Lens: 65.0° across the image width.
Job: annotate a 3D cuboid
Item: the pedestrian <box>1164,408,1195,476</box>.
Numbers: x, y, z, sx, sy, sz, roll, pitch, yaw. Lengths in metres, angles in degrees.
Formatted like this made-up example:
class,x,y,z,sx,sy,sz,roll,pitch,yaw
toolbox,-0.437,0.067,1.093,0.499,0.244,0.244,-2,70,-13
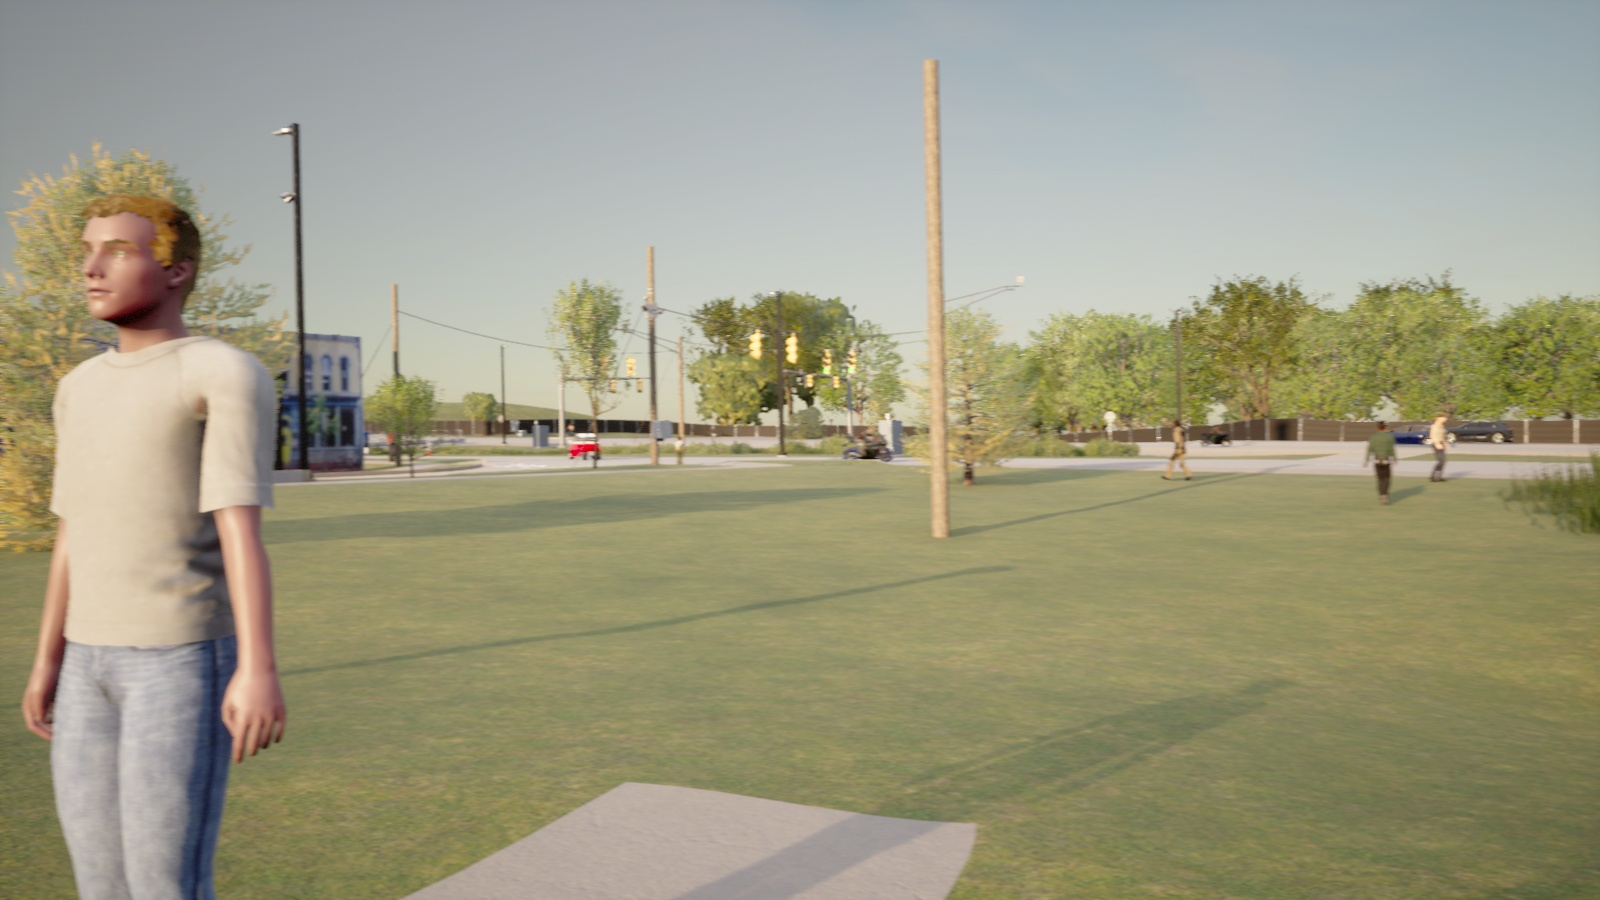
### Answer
class,x,y,z,sx,sy,sz,roll,pitch,yaw
pedestrian,10.920,-0.225,36.159,0.396,1.930,0.692,-3,0,-37

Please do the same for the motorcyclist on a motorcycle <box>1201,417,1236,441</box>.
class,x,y,z,sx,sy,sz,roll,pitch,yaw
motorcyclist on a motorcycle,27.540,-1.404,82.604,2.044,1.523,0.797,0,1,35

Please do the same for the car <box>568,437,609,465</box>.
class,x,y,z,sx,sy,sz,roll,pitch,yaw
car,-11.028,0.041,65.281,1.481,1.376,2.207,-2,1,-27

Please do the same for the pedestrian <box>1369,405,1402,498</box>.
class,x,y,z,sx,sy,sz,roll,pitch,yaw
pedestrian,12.531,0.019,26.853,0.423,1.949,0.788,-2,0,37

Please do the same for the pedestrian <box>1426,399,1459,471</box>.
class,x,y,z,sx,sy,sz,roll,pitch,yaw
pedestrian,16.781,-0.386,32.802,0.345,1.836,0.594,-2,0,-32

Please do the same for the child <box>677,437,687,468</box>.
class,x,y,z,sx,sy,sz,roll,pitch,yaw
child,-4.943,0.098,52.612,0.270,1.263,0.437,-2,0,13

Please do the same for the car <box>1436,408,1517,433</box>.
class,x,y,z,sx,sy,sz,roll,pitch,yaw
car,46.833,-2.058,87.020,4.856,1.649,2.033,0,1,26

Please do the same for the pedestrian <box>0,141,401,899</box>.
class,x,y,z,sx,sy,sz,roll,pitch,yaw
pedestrian,-1.166,0.428,2.382,0.354,1.836,0.706,-2,0,25

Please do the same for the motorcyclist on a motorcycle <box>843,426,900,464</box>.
class,x,y,z,sx,sy,sz,roll,pitch,yaw
motorcyclist on a motorcycle,3.027,-0.221,53.020,2.191,1.530,0.866,-1,2,27

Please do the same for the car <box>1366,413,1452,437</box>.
class,x,y,z,sx,sy,sz,roll,pitch,yaw
car,39.959,-1.631,82.420,4.792,1.488,2.163,0,1,35
